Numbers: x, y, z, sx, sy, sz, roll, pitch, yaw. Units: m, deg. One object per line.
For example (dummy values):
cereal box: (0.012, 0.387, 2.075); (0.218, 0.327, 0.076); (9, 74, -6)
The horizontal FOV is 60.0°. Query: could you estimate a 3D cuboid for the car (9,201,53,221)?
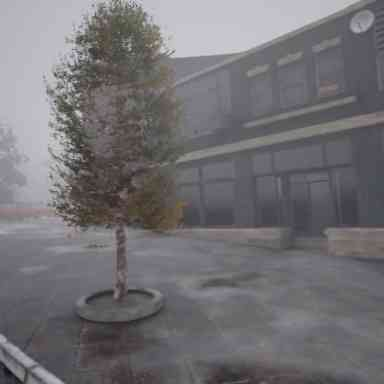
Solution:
car: (-18.217, 2.130, 38.719); (2.150, 2.045, 5.566); (-4, -1, 3)
